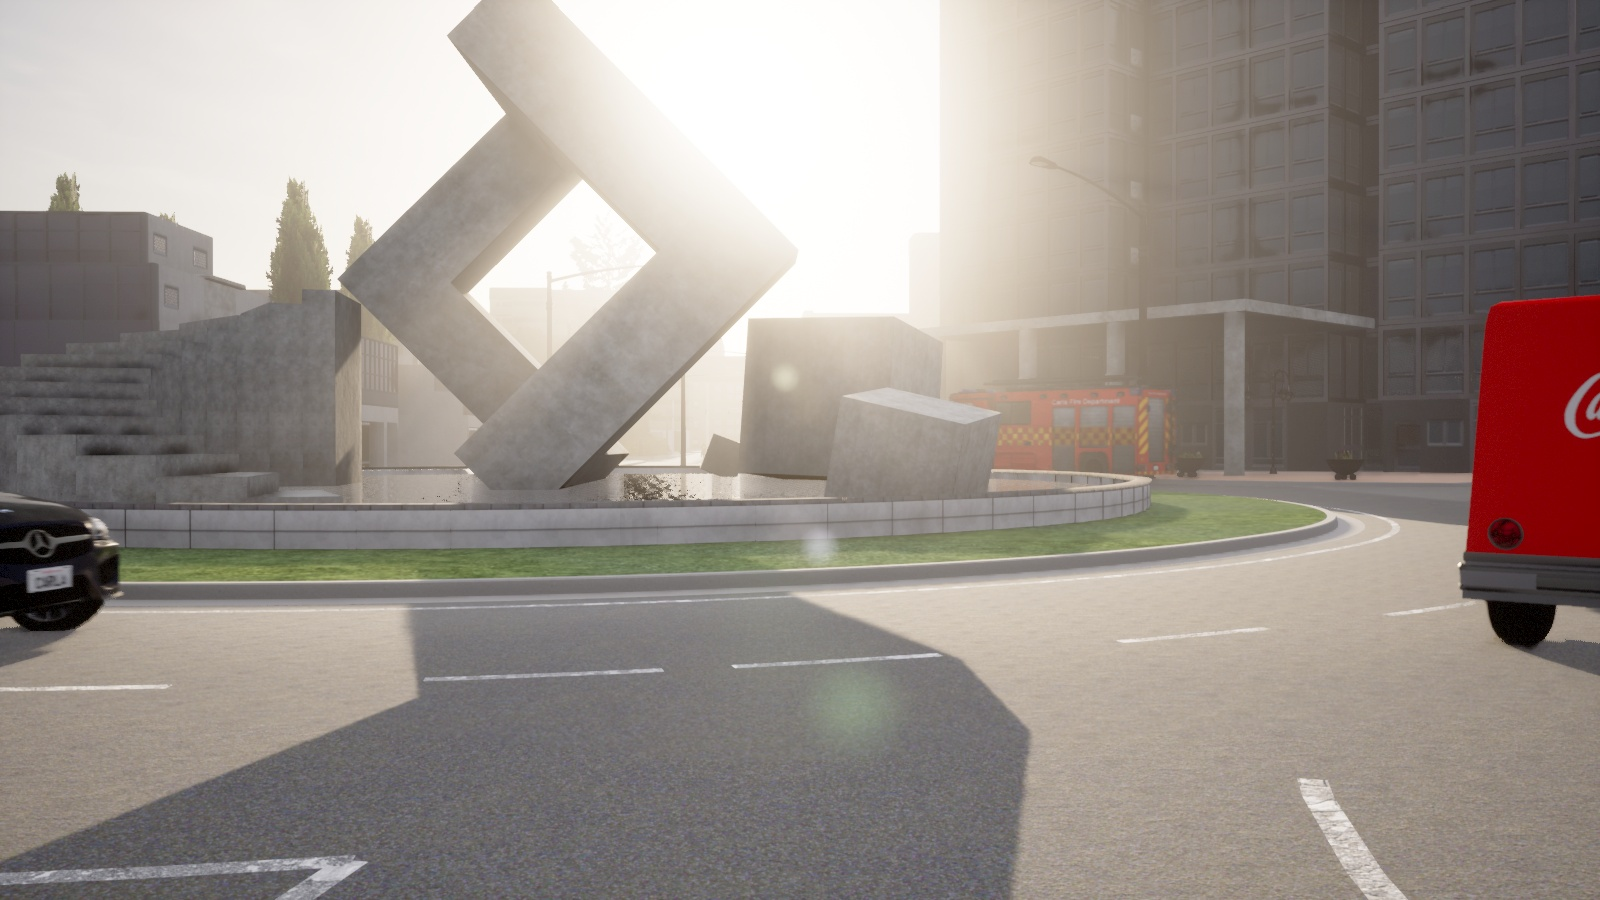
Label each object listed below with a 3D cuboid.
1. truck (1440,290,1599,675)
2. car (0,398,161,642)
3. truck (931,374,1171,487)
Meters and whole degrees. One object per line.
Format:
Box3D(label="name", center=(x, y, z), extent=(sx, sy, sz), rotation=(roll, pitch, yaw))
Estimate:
Box3D(label="truck", center=(7.090, 0.208, 9.778), extent=(2.627, 2.467, 5.204), rotation=(0, 0, 40))
Box3D(label="car", center=(-7.799, 0.465, 9.455), extent=(5.027, 1.651, 2.152), rotation=(0, 0, 9))
Box3D(label="truck", center=(9.136, -0.674, 46.535), extent=(8.468, 3.827, 2.891), rotation=(0, 0, 43))
